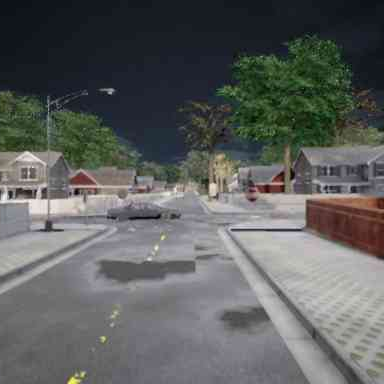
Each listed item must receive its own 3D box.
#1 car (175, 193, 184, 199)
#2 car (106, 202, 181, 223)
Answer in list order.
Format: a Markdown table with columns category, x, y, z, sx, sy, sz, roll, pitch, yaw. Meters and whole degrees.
| category | x | y | z | sx | sy | sz | roll | pitch | yaw |
| --- | --- | --- | --- | --- | --- | --- | --- | --- | --- |
| car | -2.741 | 0.822 | 73.835 | 1.895 | 1.301 | 4.718 | 0 | 0 | 0 |
| car | -3.522 | 1.476 | 24.446 | 5.357 | 1.411 | 2.033 | -1 | 0 | -1 |
